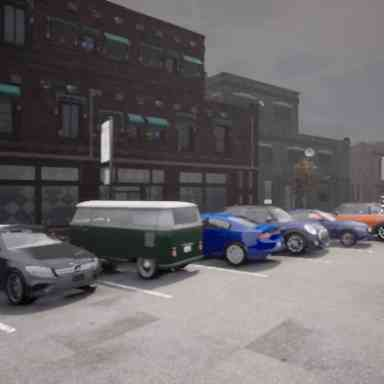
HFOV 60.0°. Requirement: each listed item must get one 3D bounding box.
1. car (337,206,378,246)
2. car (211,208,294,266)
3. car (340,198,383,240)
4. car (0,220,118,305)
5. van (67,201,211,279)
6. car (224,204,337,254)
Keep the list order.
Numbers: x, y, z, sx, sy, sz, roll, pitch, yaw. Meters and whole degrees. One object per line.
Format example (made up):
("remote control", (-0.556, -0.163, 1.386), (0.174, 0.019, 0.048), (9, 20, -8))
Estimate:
("car", (5.543, 1.514, 15.101), (4.674, 1.452, 2.002), (-1, -1, 35))
("car", (0.651, 1.479, 11.608), (5.008, 1.535, 2.097), (-1, -1, 35))
("car", (8.014, 1.345, 16.818), (4.553, 1.767, 2.185), (-1, 0, 35))
("car", (-4.243, 1.526, 8.132), (4.674, 1.452, 2.002), (-1, -1, 34))
("van", (-1.898, 1.258, 9.937), (4.442, 1.987, 1.878), (-1, -1, 34))
("car", (3.073, 1.351, 13.384), (4.553, 1.767, 2.185), (-1, -1, 34))
